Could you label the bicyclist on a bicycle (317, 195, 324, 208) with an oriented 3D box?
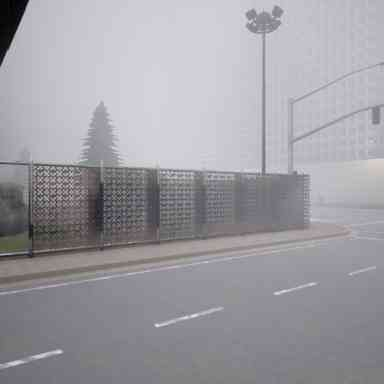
[{"bbox_3d":[16.570,1.245,42.818,1.656,1.620,0.582,0,0,-35],"label":"bicyclist on a bicycle"}]
